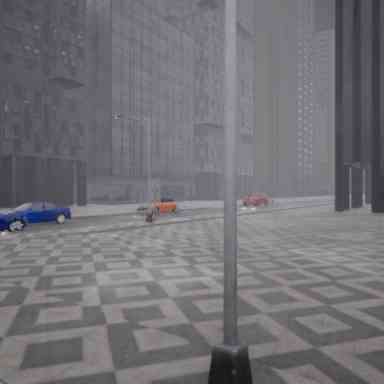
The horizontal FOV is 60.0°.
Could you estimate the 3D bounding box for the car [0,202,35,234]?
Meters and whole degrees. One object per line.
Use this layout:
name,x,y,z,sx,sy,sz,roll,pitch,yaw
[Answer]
car,-10.884,1.438,16.694,1.882,1.535,5.008,-1,-1,30

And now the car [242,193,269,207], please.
car,9.646,1.112,49.914,2.150,2.045,5.566,0,0,36

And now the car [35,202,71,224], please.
car,-10.600,1.428,22.312,1.882,1.535,5.008,0,0,36

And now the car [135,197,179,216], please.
car,-3.339,1.286,32.266,2.097,1.767,4.553,0,0,36
